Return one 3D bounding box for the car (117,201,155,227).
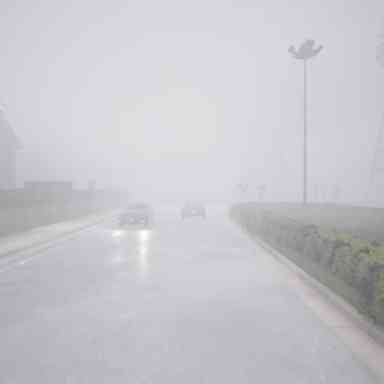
[{"bbox_3d":[-3.486,1.382,21.446,1.837,1.490,4.892,0,0,0],"label":"car"}]

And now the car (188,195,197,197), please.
[{"bbox_3d":[0.025,1.302,36.967,2.033,1.411,5.357,0,0,0],"label":"car"}]

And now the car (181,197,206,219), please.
[{"bbox_3d":[0.114,1.385,26.909,1.994,1.385,4.181,0,0,0],"label":"car"}]

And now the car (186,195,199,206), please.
[{"bbox_3d":[0.035,1.209,47.735,1.812,1.442,4.674,0,1,0],"label":"car"}]
